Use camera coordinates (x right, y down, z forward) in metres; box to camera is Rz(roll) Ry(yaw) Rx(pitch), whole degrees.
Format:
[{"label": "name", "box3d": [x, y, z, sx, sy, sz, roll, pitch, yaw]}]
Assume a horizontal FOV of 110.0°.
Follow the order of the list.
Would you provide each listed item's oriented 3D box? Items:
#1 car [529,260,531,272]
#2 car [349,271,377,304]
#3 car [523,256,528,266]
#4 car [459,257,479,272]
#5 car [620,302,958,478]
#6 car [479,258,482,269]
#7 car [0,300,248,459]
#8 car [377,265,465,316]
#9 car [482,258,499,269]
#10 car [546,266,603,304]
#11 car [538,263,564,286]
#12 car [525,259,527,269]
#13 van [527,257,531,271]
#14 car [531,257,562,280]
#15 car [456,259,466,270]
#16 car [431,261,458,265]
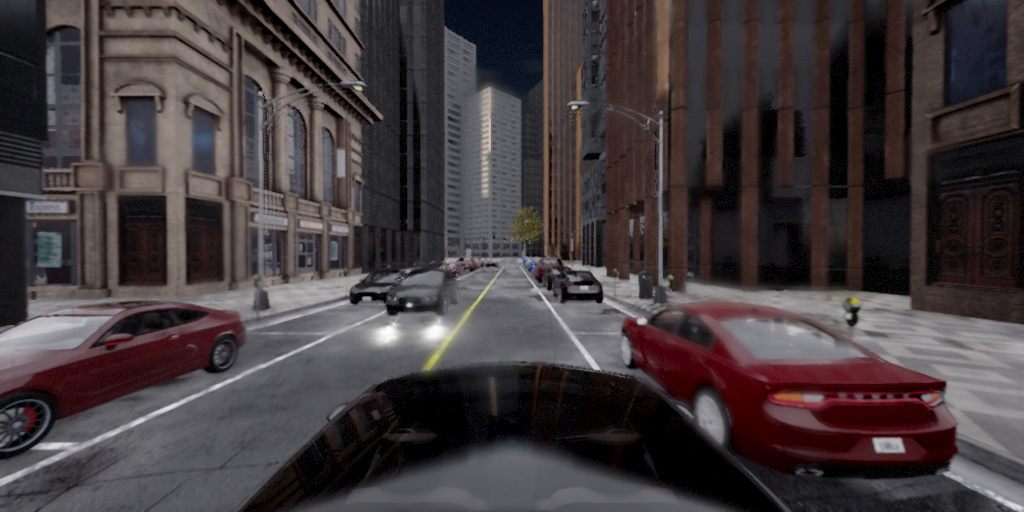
[{"label": "car", "box3d": [2.851, 1.251, 33.066, 1.888, 1.381, 4.507, 0, 0, 0]}, {"label": "car", "box3d": [-5.672, 1.298, 16.189, 1.948, 1.339, 4.313, 0, 0, 0]}, {"label": "car", "box3d": [2.847, 1.191, 55.734, 1.751, 1.417, 4.829, 0, 0, 0]}, {"label": "car", "box3d": [-5.677, 1.002, 44.312, 2.192, 1.841, 5.009, 0, 0, 0]}, {"label": "car", "box3d": [2.856, 1.291, 4.944, 1.888, 1.381, 4.507, 0, 0, 0]}, {"label": "car", "box3d": [-5.678, 1.222, 49.937, 1.888, 1.381, 4.507, 0, 0, 0]}, {"label": "car", "box3d": [-5.670, 1.329, 4.938, 1.802, 1.307, 4.207, 0, 0, 0]}, {"label": "car", "box3d": [-3.103, 1.241, 13.323, 1.837, 1.490, 4.892, 0, 0, 0]}, {"label": "car", "box3d": [-3.060, 1.267, 55.485, 1.895, 1.301, 4.718, 0, 0, 1]}, {"label": "car", "box3d": [2.854, 1.297, 16.194, 1.948, 1.339, 4.313, 0, 0, 0]}, {"label": "car", "box3d": [2.853, 1.289, 21.817, 1.948, 1.339, 4.313, 0, 0, 0]}, {"label": "car", "box3d": [2.849, 1.269, 44.315, 1.802, 1.307, 4.207, 0, 0, 0]}, {"label": "van", "box3d": [2.850, 1.037, 38.691, 1.690, 1.789, 3.998, 0, 0, 0]}, {"label": "car", "box3d": [2.851, 1.029, 27.442, 2.192, 1.841, 5.009, 0, 0, 0]}, {"label": "car", "box3d": [-5.675, 1.251, 33.063, 1.888, 1.381, 4.507, 0, 0, 0]}, {"label": "car", "box3d": [-5.674, 1.281, 27.438, 1.948, 1.339, 4.313, 0, 0, 0]}]
